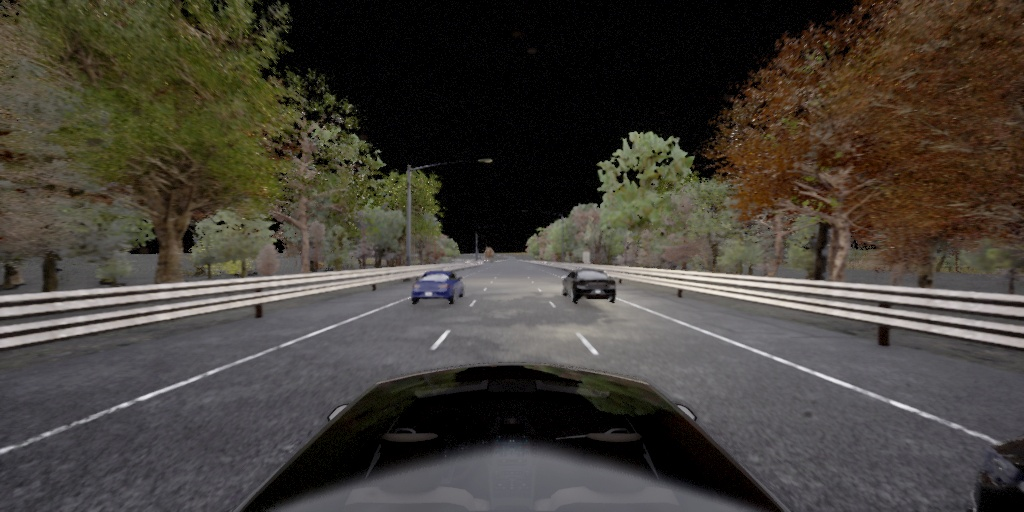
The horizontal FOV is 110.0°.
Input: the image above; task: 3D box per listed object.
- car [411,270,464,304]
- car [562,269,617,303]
[{"bbox_3d":[-3.397,1.400,16.930,1.812,1.442,4.674,0,0,0],"label":"car"},{"bbox_3d":[3.603,1.355,17.494,1.882,1.535,5.008,0,0,0],"label":"car"}]
